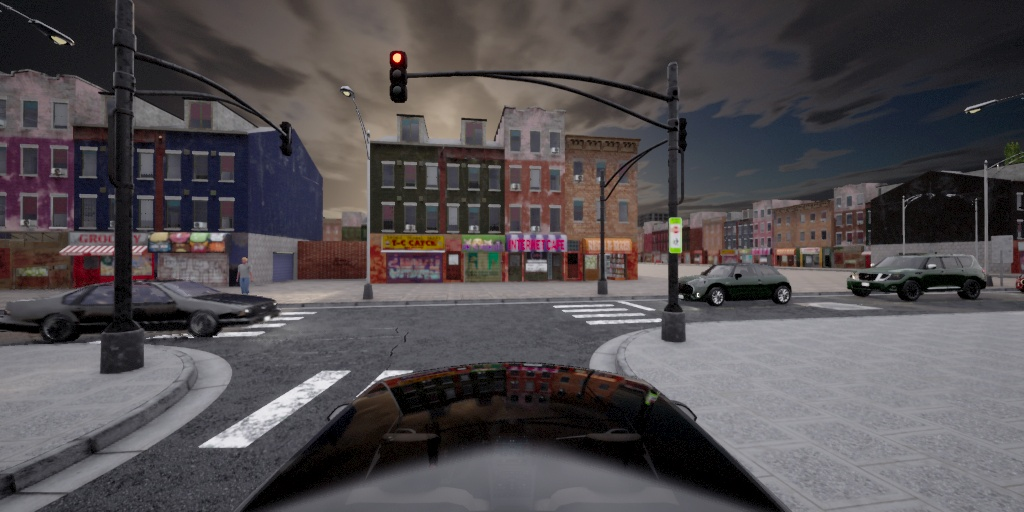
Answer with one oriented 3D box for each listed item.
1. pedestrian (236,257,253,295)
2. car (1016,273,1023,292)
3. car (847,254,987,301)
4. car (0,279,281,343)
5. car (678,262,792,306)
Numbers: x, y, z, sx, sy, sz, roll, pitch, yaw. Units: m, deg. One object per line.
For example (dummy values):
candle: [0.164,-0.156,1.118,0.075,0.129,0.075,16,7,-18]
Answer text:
pedestrian: [-11.107,0.945,14.977,0.375,1.860,0.375,0,0,-9]
car: [28.626,1.034,18.212,4.553,1.767,2.097,0,0,-8]
car: [18.778,0.927,16.712,5.566,2.045,2.150,0,0,-9]
car: [-9.280,1.315,9.328,5.357,1.411,2.033,0,0,-9]
car: [9.177,1.083,15.178,4.553,1.767,2.097,0,0,-10]
